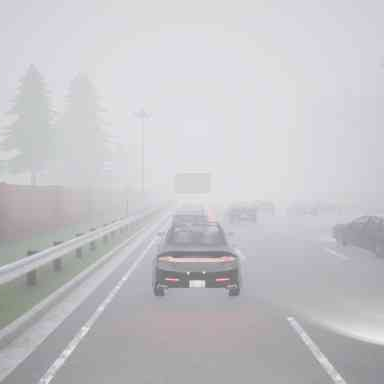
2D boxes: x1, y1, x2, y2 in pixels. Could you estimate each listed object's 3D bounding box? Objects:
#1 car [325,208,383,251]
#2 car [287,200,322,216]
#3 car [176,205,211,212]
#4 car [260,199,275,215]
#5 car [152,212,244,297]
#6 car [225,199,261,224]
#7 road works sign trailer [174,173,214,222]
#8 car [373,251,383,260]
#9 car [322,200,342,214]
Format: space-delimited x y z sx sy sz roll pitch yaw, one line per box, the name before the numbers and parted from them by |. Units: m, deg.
car | 7.098 1.548 12.284 2.033 1.411 5.357 0 0 0
car | 10.592 1.563 32.214 1.994 1.385 4.181 0 0 0
car | 0.038 1.474 19.037 1.882 1.535 5.008 0 0 5
car | 7.092 1.489 33.959 2.128 1.511 4.902 0 0 0
car | 0.098 1.491 8.595 2.128 1.511 4.902 0 0 0
car | 3.594 1.477 25.083 1.882 1.535 5.008 0 0 0
road works sign trailer | 0.061 0.464 22.957 2.380 3.560 2.880 0 0 -1
car | 3.600 1.563 2.640 1.994 1.385 4.181 0 0 0
car | 14.096 1.526 34.982 1.812 1.442 4.674 0 0 0
